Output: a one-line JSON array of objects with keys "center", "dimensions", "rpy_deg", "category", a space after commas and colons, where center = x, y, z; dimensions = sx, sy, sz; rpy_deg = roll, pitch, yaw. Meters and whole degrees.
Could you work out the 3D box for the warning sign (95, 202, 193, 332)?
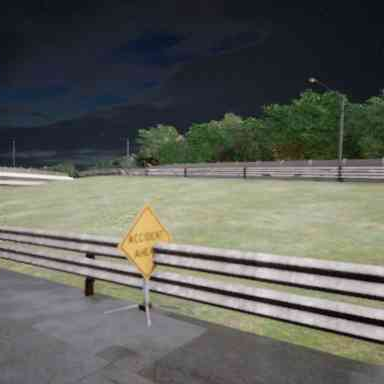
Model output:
[{"center": [-0.800, 1.133, 5.729], "dimensions": [1.060, 1.860, 1.300], "rpy_deg": [0, 0, 36], "category": "warning sign"}]
